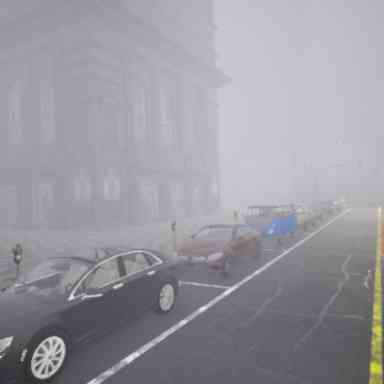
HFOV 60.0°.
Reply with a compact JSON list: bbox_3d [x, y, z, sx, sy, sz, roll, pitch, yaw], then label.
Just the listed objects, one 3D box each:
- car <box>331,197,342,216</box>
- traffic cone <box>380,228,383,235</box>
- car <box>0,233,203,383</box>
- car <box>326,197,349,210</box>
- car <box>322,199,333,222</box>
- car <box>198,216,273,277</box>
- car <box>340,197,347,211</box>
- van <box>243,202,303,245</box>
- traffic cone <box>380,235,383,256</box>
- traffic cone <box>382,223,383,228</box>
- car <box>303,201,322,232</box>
[{"bbox_3d":[12.038,1.443,30.160,1.947,1.339,4.313,-3,-1,29],"label":"car"},{"bbox_3d":[7.470,1.817,12.893,0.340,0.580,0.340,-2,-1,29],"label":"traffic cone"},{"bbox_3d":[-1.804,1.673,5.611,2.008,1.369,4.403,-3,-1,29],"label":"car"},{"bbox_3d":[17.575,1.335,39.980,2.008,1.369,4.403,-3,-1,29],"label":"car"},{"bbox_3d":[9.271,1.507,25.250,1.802,1.307,4.206,-3,-1,29],"label":"car"},{"bbox_3d":[0.966,1.654,10.521,1.802,1.307,4.206,-3,-1,29],"label":"car"},{"bbox_3d":[14.807,1.397,35.070,1.947,1.339,4.313,-3,-1,29],"label":"car"},{"bbox_3d":[3.725,1.363,15.434,1.690,1.788,3.998,-3,-1,29],"label":"van"},{"bbox_3d":[6.488,1.834,11.151,0.340,0.580,0.340,-2,-1,29],"label":"traffic cone"},{"bbox_3d":[8.453,1.799,14.635,0.340,0.580,0.340,-2,-1,29],"label":"traffic cone"},{"bbox_3d":[6.417,1.500,20.193,1.752,1.417,4.829,-3,-1,29],"label":"car"}]
